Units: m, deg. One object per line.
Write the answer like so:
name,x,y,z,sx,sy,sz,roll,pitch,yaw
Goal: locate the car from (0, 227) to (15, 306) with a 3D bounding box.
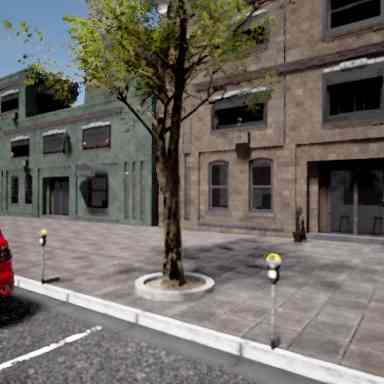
car,-5.759,1.270,6.643,5.566,2.045,2.150,0,0,36
